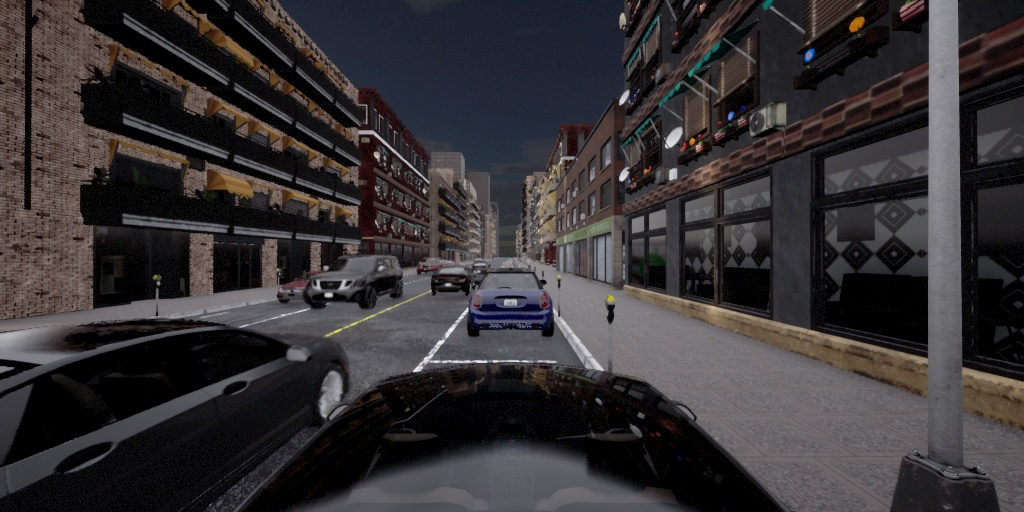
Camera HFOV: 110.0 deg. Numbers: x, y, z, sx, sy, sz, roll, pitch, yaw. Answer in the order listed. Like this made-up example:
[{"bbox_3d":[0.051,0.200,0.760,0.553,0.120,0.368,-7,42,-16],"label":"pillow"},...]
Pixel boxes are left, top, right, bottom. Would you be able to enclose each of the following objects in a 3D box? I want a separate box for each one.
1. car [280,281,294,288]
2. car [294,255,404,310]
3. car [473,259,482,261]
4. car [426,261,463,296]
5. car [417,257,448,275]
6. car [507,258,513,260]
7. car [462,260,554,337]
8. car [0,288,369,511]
[{"bbox_3d":[-8.837,1.333,16.462,1.802,1.307,4.207,0,0,0],"label":"car"},{"bbox_3d":[-6.246,0.972,14.988,2.150,2.045,5.566,0,0,0],"label":"car"},{"bbox_3d":[-3.159,1.275,36.080,1.812,1.442,4.674,0,0,0],"label":"car"},{"bbox_3d":[-3.044,1.228,19.542,1.882,1.535,5.008,0,0,0],"label":"car"},{"bbox_3d":[-8.837,1.064,39.007,2.192,1.841,5.009,0,0,0],"label":"car"},{"bbox_3d":[-0.456,1.275,39.173,1.751,1.417,4.829,0,0,0],"label":"car"},{"bbox_3d":[-0.032,1.103,10.469,2.097,1.767,4.553,0,0,0],"label":"car"},{"bbox_3d":[-3.044,1.256,2.769,1.837,1.490,4.892,0,0,0],"label":"car"}]
